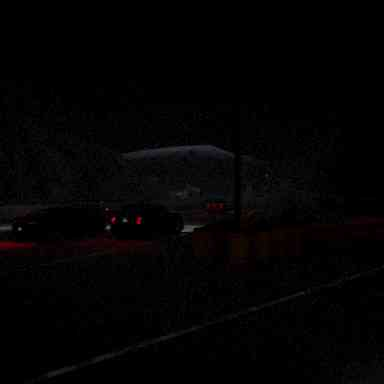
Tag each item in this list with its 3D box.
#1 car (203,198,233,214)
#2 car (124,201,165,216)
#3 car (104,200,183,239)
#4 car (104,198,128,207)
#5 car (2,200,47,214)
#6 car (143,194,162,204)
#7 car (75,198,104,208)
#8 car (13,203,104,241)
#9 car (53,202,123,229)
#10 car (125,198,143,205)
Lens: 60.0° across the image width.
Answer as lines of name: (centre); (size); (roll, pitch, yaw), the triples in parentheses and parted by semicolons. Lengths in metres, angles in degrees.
car: (3.296, 1.536, 38.803); (2.097, 1.767, 4.553); (0, 0, 22)
car: (-5.105, 1.715, 36.636); (2.033, 1.411, 5.357); (0, 0, 23)
car: (-2.290, 1.435, 18.161); (2.097, 1.767, 4.553); (0, 0, 27)
car: (-12.751, 1.817, 56.312); (1.994, 1.385, 4.181); (0, 0, 20)
car: (-19.605, 1.694, 39.200); (1.812, 1.442, 4.674); (0, 0, 24)
car: (-8.333, 1.551, 71.152); (2.150, 2.045, 5.566); (0, 0, 15)
car: (-16.915, 1.735, 55.075); (2.128, 1.511, 4.902); (0, 0, 20)
car: (-6.677, 1.554, 17.402); (1.882, 1.535, 5.008); (0, 0, 29)
car: (-7.267, 1.584, 23.856); (1.882, 1.535, 5.008); (0, 0, 26)
car: (-12.215, 1.913, 70.090); (1.895, 1.301, 4.718); (0, 0, 15)
